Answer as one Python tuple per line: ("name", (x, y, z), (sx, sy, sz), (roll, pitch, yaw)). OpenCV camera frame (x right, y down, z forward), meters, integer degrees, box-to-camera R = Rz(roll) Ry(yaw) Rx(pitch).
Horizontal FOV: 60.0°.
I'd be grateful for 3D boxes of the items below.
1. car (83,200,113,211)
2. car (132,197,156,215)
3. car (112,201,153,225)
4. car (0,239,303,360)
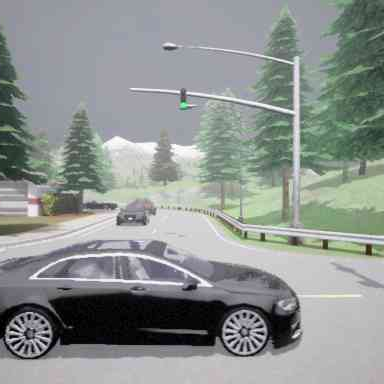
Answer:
("car", (-11.652, 1.620, 41.318), (4.718, 1.301, 1.895), (0, 0, 14))
("car", (-5.032, 1.362, 33.620), (2.097, 1.767, 4.553), (0, 0, -20))
("car", (-4.139, 1.571, 23.835), (1.994, 1.385, 4.181), (0, 0, -2))
("car", (-0.785, 1.554, 5.346), (4.902, 1.511, 2.128), (1, 0, -1))
